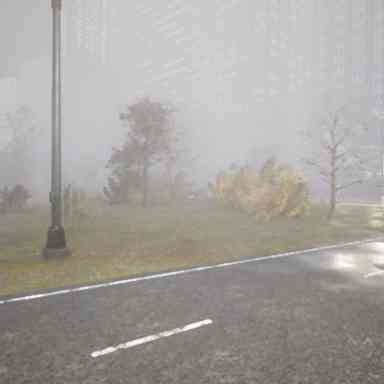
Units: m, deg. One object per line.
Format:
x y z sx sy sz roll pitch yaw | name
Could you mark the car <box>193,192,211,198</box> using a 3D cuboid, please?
1.673 0.527 67.235 1.837 1.490 4.892 3 -1 -42 | car
